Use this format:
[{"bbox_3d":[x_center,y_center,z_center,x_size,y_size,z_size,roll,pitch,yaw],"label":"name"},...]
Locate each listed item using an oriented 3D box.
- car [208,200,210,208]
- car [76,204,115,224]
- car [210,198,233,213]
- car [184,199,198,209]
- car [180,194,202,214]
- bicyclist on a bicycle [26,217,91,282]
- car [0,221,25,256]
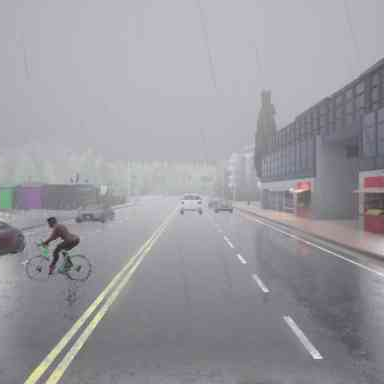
[{"bbox_3d":[3.299,1.526,46.806,1.812,1.442,4.674,0,0,0],"label":"car"},{"bbox_3d":[-7.152,1.564,24.894,1.994,1.385,4.181,0,0,0],"label":"car"},{"bbox_3d":[3.380,1.547,36.629,2.033,1.411,5.357,0,0,0],"label":"car"},{"bbox_3d":[-0.133,1.601,45.625,1.895,1.301,4.718,0,0,0],"label":"car"},{"bbox_3d":[-0.086,1.220,34.879,2.150,2.045,5.566,0,0,0],"label":"car"},{"bbox_3d":[-3.346,1.453,8.336,1.656,1.620,0.582,0,0,-1],"label":"bicyclist on a bicycle"},{"bbox_3d":[-7.179,1.565,10.644,1.994,1.385,4.181,0,0,0],"label":"car"}]
